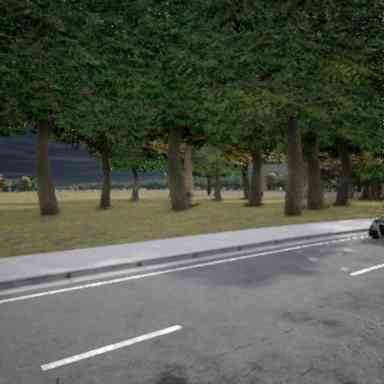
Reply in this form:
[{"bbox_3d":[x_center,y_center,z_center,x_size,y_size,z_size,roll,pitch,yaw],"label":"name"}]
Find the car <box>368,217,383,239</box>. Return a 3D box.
[{"bbox_3d":[9.356,1.319,14.042,4.181,1.385,1.994,-1,1,-33],"label":"car"}]
